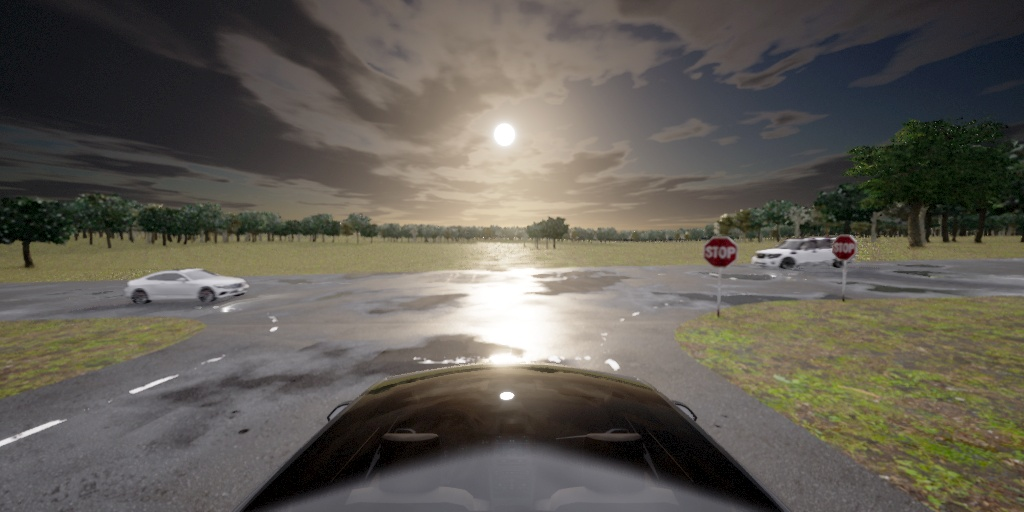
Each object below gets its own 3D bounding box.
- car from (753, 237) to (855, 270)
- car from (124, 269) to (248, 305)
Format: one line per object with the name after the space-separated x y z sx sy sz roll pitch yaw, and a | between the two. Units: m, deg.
18.758 -0.142 23.146 5.566 2.045 2.150 -3 4 0 | car
-14.586 1.304 16.152 4.674 1.442 1.812 -2 4 0 | car
